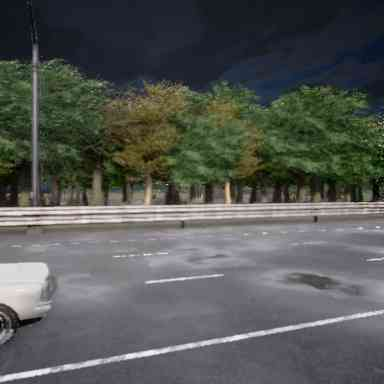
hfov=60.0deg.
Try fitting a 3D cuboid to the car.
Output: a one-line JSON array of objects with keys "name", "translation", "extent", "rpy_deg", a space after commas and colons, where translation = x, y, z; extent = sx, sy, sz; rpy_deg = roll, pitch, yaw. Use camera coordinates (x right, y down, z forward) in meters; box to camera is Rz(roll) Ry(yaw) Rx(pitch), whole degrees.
[{"name": "car", "translation": [-4.566, 1.575, 4.973], "extent": [4.718, 1.301, 1.895], "rpy_deg": [0, 0, -21]}]
